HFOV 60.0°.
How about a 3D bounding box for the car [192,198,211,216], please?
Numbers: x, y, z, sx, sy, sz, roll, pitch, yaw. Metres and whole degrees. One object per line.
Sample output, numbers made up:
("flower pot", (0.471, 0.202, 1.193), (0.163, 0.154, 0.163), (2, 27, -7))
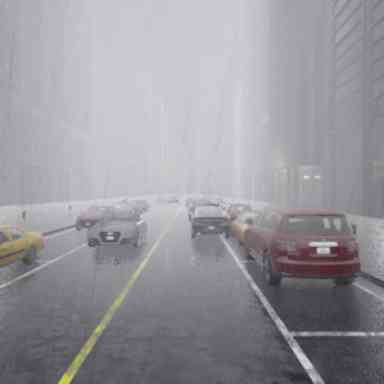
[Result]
("car", (0.861, 1.448, 33.752), (1.801, 1.575, 5.366), (0, 0, 0))

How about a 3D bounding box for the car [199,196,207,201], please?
("car", (2.666, 1.592, 83.166), (1.802, 1.307, 4.206), (0, 0, 0))

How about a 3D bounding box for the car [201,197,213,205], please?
("car", (2.692, 1.566, 60.455), (1.947, 1.339, 4.313), (0, 0, 0))

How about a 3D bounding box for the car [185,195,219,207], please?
("car", (0.734, 1.344, 27.517), (2.097, 1.767, 4.553), (0, 0, -1))

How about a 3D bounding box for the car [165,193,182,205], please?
("car", (-3.065, 1.305, 56.532), (1.837, 1.490, 4.892), (0, 0, 0))

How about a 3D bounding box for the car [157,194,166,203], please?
("car", (-5.840, 1.443, 66.117), (1.967, 1.590, 4.097), (0, 0, 0))

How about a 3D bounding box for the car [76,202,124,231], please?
("car", (-5.787, 1.538, 20.699), (1.887, 1.381, 4.507), (0, 0, 0))

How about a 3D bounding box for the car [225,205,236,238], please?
("car", (2.744, 1.519, 15.205), (1.752, 1.417, 4.829), (0, 0, 0))

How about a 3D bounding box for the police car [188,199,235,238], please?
("police car", (0.879, 1.419, 17.672), (1.930, 1.638, 5.238), (0, 0, 0))

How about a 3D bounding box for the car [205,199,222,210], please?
("car", (2.712, 1.561, 43.423), (1.947, 1.339, 4.313), (0, 0, 0))

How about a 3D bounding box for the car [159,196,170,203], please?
("car", (-5.846, 1.556, 71.795), (2.008, 1.369, 4.403), (0, 0, 0))

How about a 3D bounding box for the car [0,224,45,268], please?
("car", (-5.774, 1.522, 9.173), (1.752, 1.417, 4.829), (0, 0, 0))

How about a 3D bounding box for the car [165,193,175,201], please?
("car", (-5.866, 1.328, 88.828), (2.192, 1.841, 5.009), (0, 0, 0))

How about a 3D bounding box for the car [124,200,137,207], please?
("car", (-5.794, 1.518, 26.206), (1.752, 1.417, 4.829), (0, 0, 0))

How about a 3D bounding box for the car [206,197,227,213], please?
("car", (2.718, 1.434, 37.745), (1.967, 1.590, 4.097), (0, 0, 0))

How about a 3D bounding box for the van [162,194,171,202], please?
("van", (-5.853, 1.349, 77.473), (1.690, 1.788, 3.998), (0, 0, 0))

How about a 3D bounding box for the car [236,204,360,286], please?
("car", (2.751, 1.311, 9.356), (2.192, 1.841, 5.009), (0, 0, 0))

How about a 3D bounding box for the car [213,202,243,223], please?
("car", (2.731, 1.537, 26.390), (1.887, 1.381, 4.507), (0, 0, 0))

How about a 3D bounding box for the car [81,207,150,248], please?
("car", (-3.119, 1.558, 14.653), (1.994, 1.385, 4.181), (0, 0, 0))

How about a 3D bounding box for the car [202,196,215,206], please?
("car", (2.698, 1.439, 54.778), (1.967, 1.590, 4.097), (0, 0, 0))

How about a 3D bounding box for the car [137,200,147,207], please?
("car", (-5.800, 1.538, 32.053), (1.887, 1.381, 4.507), (0, 0, 0))

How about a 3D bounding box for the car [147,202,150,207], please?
("car", (-5.807, 1.560, 37.731), (1.947, 1.339, 4.313), (0, 0, 0))

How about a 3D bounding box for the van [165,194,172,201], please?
("van", (-5.859, 1.351, 83.150), (1.690, 1.788, 3.998), (0, 0, 0))

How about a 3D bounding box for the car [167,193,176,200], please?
("car", (-5.872, 1.330, 94.505), (2.192, 1.841, 5.009), (0, 0, 0))
